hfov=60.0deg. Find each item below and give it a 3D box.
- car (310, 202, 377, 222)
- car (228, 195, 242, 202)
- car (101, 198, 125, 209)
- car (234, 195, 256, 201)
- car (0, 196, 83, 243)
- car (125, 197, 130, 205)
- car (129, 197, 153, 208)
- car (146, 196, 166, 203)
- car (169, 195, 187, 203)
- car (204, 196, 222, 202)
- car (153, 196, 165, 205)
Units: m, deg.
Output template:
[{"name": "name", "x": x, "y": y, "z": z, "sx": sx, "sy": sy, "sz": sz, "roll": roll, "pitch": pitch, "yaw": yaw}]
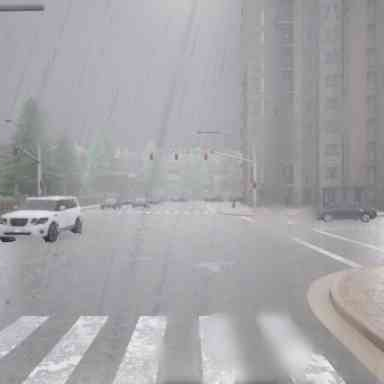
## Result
[{"name": "car", "x": 11.799, "y": 1.560, "z": 26.099, "sx": 4.892, "sy": 1.490, "sz": 1.837, "roll": 0, "pitch": 0, "yaw": 0}, {"name": "car", "x": 10.161, "y": 1.553, "z": 74.639, "sx": 4.181, "sy": 1.385, "sz": 1.994, "roll": 0, "pitch": 0, "yaw": -38}, {"name": "car", "x": -10.682, "y": 1.526, "z": 44.251, "sx": 1.812, "sy": 1.442, "sz": 4.674, "roll": 0, "pitch": 0, "yaw": 1}, {"name": "car", "x": 12.867, "y": 1.500, "z": 80.433, "sx": 4.892, "sy": 1.490, "sz": 1.837, "roll": 0, "pitch": 0, "yaw": -24}, {"name": "car", "x": -7.136, "y": 1.226, "z": 16.338, "sx": 2.150, "sy": 2.045, "sz": 5.566, "roll": 0, "pitch": 0, "yaw": 0}, {"name": "car", "x": -10.330, "y": 1.564, "z": 54.802, "sx": 1.994, "sy": 1.385, "sz": 4.181, "roll": 0, "pitch": 0, "yaw": 3}, {"name": "car", "x": -7.154, "y": 1.526, "z": 47.092, "sx": 1.812, "sy": 1.442, "sz": 4.674, "roll": 0, "pitch": 0, "yaw": 1}, {"name": "car", "x": -7.356, "y": 1.541, "z": 68.930, "sx": 2.033, "sy": 1.411, "sz": 5.357, "roll": 0, "pitch": 0, "yaw": 21}, {"name": "car", "x": -2.934, "y": 1.355, "z": 69.989, "sx": 2.097, "sy": 1.767, "sz": 4.553, "roll": 0, "pitch": 0, "yaw": 30}, {"name": "car", "x": 4.804, "y": 1.524, "z": 74.536, "sx": 4.674, "sy": 1.442, "sz": 1.812, "roll": 0, "pitch": 0, "yaw": -42}, {"name": "car", "x": -6.712, "y": 1.548, "z": 57.871, "sx": 2.033, "sy": 1.411, "sz": 5.357, "roll": 0, "pitch": 0, "yaw": 9}]
